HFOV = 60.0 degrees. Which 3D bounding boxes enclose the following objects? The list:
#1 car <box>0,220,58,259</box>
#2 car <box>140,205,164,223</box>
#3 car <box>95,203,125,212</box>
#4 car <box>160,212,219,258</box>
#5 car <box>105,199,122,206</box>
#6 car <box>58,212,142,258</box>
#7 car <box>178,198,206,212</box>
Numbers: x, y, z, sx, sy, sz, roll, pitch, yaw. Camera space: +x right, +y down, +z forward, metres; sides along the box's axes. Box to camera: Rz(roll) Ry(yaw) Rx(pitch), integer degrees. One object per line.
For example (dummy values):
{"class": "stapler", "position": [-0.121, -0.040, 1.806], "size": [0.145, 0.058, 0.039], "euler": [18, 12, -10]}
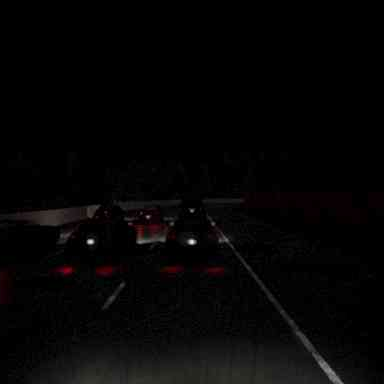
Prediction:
{"class": "car", "position": [-6.978, 1.746, 13.233], "size": [1.895, 1.301, 4.718], "euler": [0, -1, 1]}
{"class": "car", "position": [-3.471, 1.840, 28.878], "size": [1.812, 1.442, 4.674], "euler": [0, 0, 1]}
{"class": "car", "position": [-6.974, 1.817, 28.484], "size": [1.837, 1.490, 4.892], "euler": [0, 0, 1]}
{"class": "car", "position": [0.023, 1.712, 13.463], "size": [1.994, 1.385, 4.181], "euler": [0, -1, 1]}
{"class": "car", "position": [-17.118, 2.315, 72.885], "size": [1.812, 1.442, 4.674], "euler": [0, -1, 13]}
{"class": "car", "position": [-3.477, 1.712, 13.498], "size": [1.994, 1.385, 4.181], "euler": [0, -1, 1]}
{"class": "car", "position": [0.015, 1.525, 27.569], "size": [2.150, 2.045, 5.566], "euler": [0, 0, 0]}
